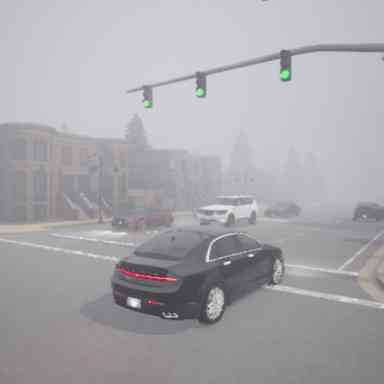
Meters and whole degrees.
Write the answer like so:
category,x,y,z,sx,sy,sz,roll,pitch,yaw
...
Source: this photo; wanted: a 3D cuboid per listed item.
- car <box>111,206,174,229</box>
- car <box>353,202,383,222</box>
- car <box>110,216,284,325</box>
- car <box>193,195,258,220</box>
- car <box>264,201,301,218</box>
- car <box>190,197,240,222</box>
category,x,y,z,sx,sy,sz,roll,pitch,yaw
car,-2.992,1.578,20.767,1.994,1.385,4.181,0,0,35
car,14.336,1.566,26.934,1.837,1.490,4.892,0,-1,35
car,0.464,1.519,7.289,1.837,1.490,4.892,0,0,35
car,2.555,1.237,22.562,2.150,2.045,5.566,0,0,35
car,8.526,1.570,30.935,2.033,1.411,5.357,0,0,36
car,1.990,1.372,27.801,2.097,1.767,4.553,0,0,35
